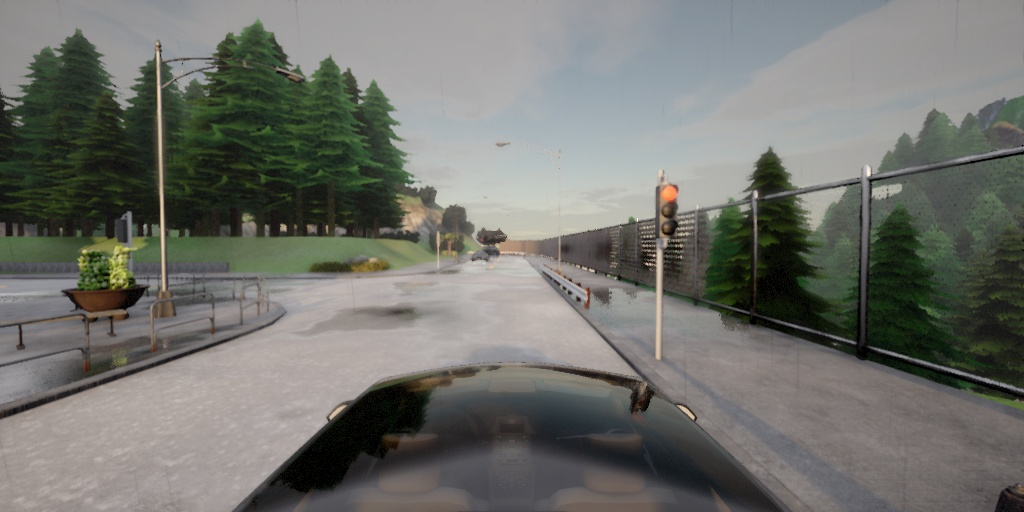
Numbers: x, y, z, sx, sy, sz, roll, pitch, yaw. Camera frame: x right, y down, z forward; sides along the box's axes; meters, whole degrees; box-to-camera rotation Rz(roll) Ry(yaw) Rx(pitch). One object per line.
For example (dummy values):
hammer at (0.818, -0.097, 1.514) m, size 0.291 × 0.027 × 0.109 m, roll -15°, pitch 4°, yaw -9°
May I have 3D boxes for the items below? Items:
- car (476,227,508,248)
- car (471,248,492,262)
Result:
car at (-3.275, -3.160, 58.331) m, size 5.566 × 2.045 × 2.150 m, roll -1°, pitch 36°, yaw -44°
car at (-4.079, 0.055, 46.272) m, size 1.994 × 1.385 × 4.181 m, roll 0°, pitch 2°, yaw 0°
